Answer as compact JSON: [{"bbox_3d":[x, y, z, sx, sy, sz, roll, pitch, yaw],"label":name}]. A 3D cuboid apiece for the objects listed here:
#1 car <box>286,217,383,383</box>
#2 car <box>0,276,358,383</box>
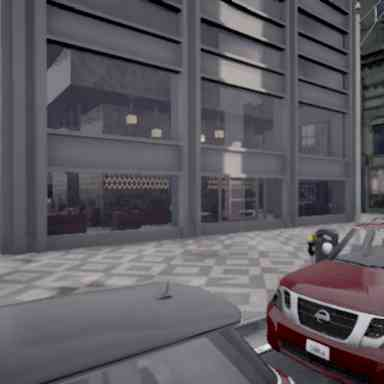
[{"bbox_3d":[3.352,1.315,4.917,5.009,1.841,2.192,0,0,-35],"label":"car"},{"bbox_3d":[-1.238,1.440,1.644,4.097,1.590,1.967,0,0,-35],"label":"car"}]
